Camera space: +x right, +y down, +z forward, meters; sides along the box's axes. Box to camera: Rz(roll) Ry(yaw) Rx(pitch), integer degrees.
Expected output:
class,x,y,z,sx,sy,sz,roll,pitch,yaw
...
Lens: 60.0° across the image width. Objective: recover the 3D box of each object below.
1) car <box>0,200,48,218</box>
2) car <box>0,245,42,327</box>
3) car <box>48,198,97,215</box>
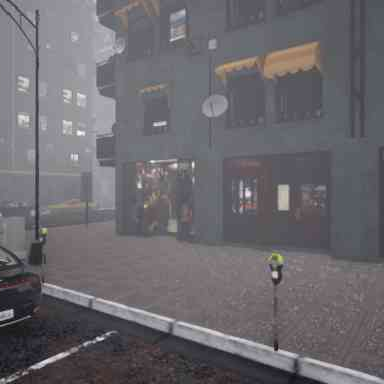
class,x,y,z,sx,sy,sz,roll,pitch,yaw
car,-14.076,1.347,26.060,2.008,1.369,4.403,1,1,35
car,-4.487,1.551,6.062,4.403,1.369,2.008,0,0,35
car,-10.992,1.247,30.489,1.752,1.417,4.829,1,1,35
